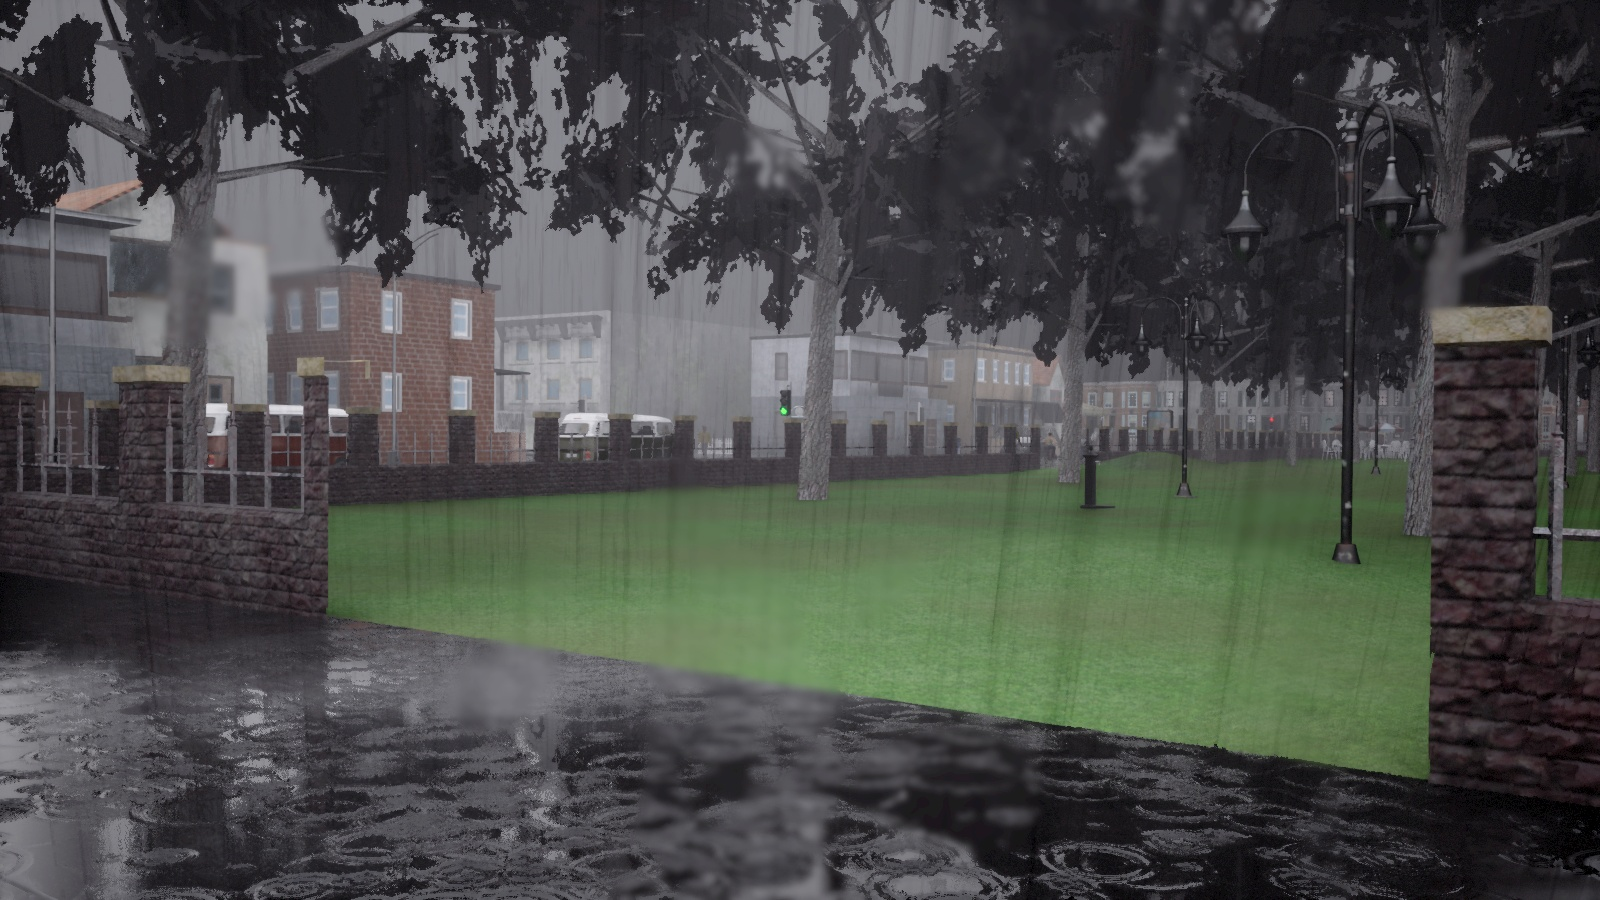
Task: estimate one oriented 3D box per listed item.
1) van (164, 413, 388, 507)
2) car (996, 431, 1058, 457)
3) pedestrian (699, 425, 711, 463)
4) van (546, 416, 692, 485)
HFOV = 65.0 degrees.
[{"bbox_3d":[-12.320,0.163,29.805,2.069,2.038,4.480,0,1,33],"label":"van"},{"bbox_3d":[13.397,-0.373,73.902,1.812,1.442,4.674,0,1,35],"label":"car"},{"bbox_3d":[-4.661,-0.276,61.440,0.431,1.840,0.709,0,1,9],"label":"pedestrian"},{"bbox_3d":[-5.619,-0.031,39.523,2.069,2.038,4.480,0,1,34],"label":"van"}]
